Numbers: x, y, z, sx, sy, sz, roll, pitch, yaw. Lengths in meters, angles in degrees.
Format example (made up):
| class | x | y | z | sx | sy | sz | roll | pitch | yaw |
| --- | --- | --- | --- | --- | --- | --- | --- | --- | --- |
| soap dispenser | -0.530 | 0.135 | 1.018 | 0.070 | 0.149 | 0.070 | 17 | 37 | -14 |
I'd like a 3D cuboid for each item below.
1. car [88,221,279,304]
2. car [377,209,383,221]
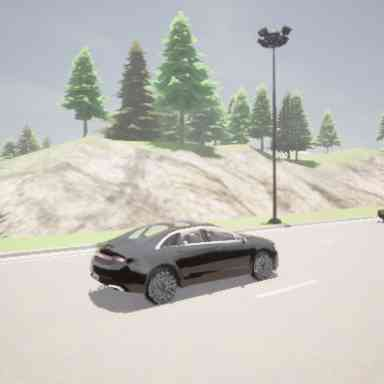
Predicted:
| class | x | y | z | sx | sy | sz | roll | pitch | yaw |
| --- | --- | --- | --- | --- | --- | --- | --- | --- | --- |
| car | 0.040 | 1.456 | 8.072 | 4.902 | 1.511 | 2.128 | -1 | 0 | -36 |
| car | 14.848 | 1.398 | 22.937 | 4.718 | 1.301 | 1.895 | -1 | 0 | -35 |
